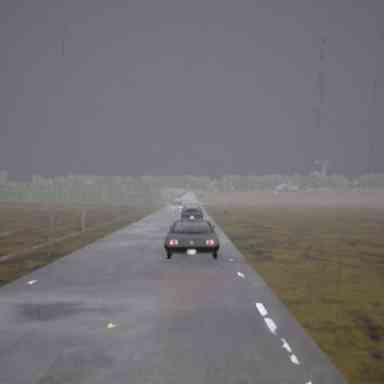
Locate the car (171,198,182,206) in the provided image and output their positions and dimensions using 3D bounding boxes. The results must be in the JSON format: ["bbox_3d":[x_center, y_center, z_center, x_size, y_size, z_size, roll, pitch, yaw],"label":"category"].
[{"bbox_3d":[-2.795,1.912,63.146,1.812,1.442,4.674,0,0,0],"label":"car"}]

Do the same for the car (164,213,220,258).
[{"bbox_3d":[0.008,1.717,13.256,1.895,1.301,4.718,0,0,0],"label":"car"}]

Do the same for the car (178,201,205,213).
[{"bbox_3d":[0.005,1.740,28.495,1.837,1.490,4.892,0,0,0],"label":"car"}]
